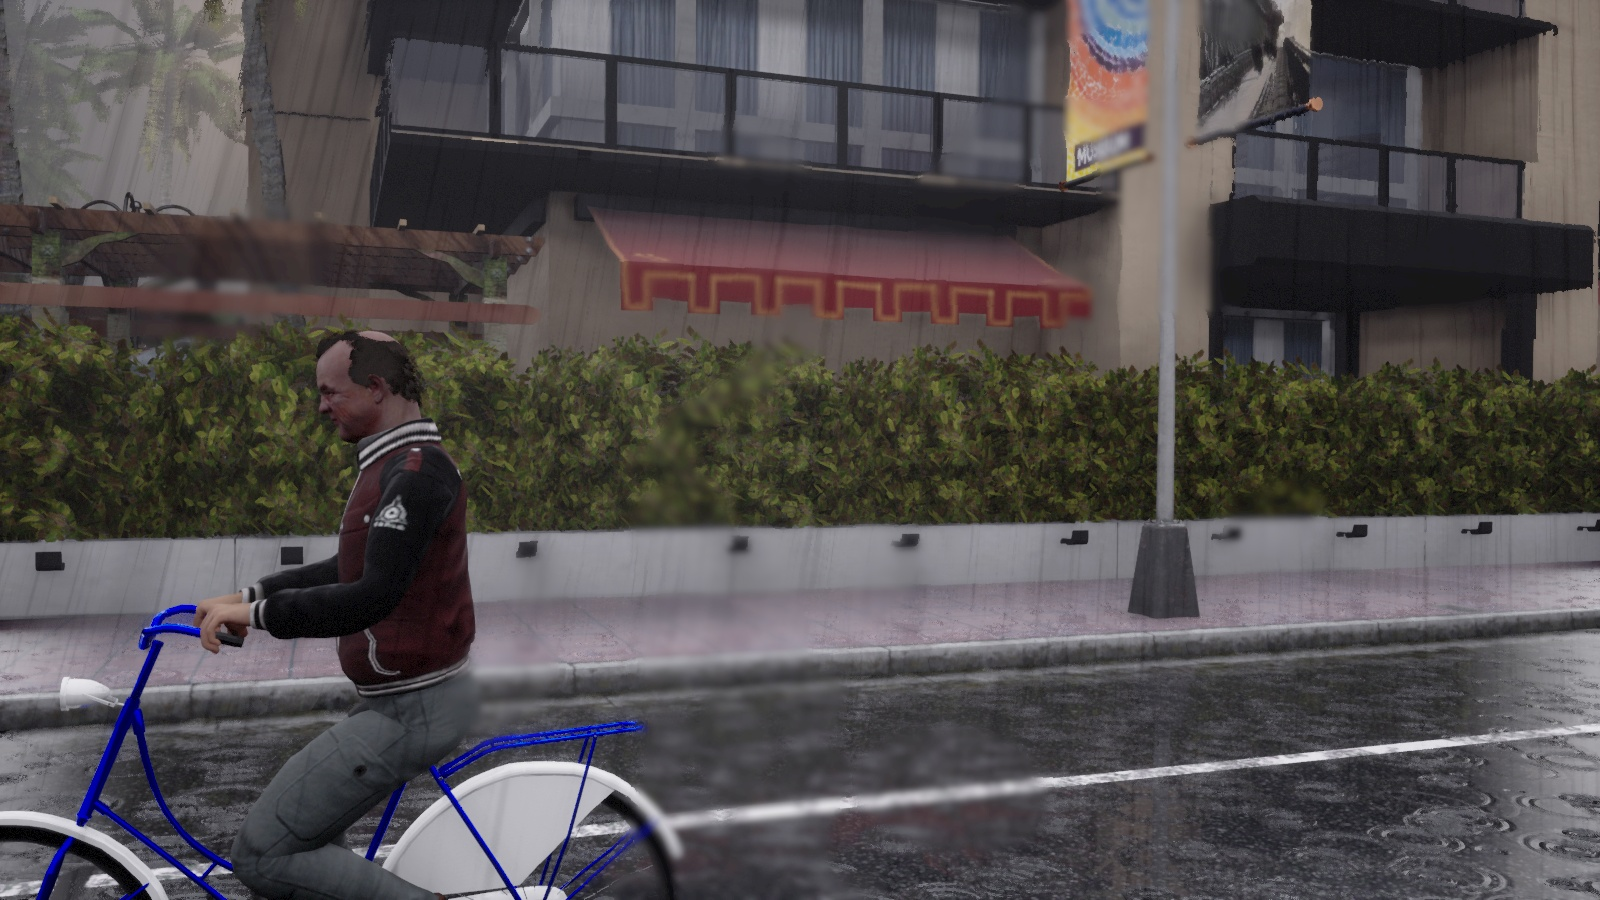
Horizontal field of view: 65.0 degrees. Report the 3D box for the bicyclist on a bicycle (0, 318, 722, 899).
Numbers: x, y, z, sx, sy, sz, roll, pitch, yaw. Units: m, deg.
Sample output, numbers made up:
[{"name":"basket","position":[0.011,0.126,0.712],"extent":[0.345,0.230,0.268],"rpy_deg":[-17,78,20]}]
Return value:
[{"name":"bicyclist on a bicycle","position":[-1.157,0.636,2.793],"extent":[1.843,1.776,0.659],"rpy_deg":[-1,1,-21]}]
